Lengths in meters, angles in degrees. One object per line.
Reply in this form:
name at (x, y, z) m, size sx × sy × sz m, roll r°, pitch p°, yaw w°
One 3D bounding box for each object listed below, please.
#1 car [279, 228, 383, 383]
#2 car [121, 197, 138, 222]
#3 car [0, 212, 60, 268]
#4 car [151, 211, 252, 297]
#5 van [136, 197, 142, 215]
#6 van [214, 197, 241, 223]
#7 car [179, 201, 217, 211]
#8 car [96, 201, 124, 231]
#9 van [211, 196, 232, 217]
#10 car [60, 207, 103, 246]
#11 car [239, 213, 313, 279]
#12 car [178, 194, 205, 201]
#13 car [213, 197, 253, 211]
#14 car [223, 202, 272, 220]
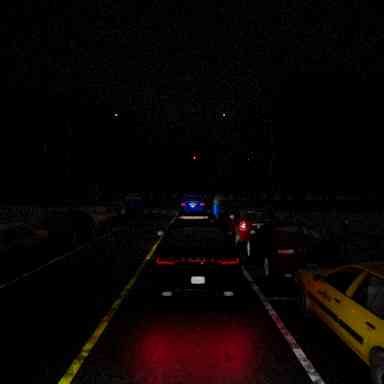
car at (2.758, 1.525, 4.582) m, size 1.752 × 1.417 × 4.829 m, roll 0°, pitch 0°, yaw 0°
car at (-5.778, 1.444, 26.158) m, size 1.967 × 1.590 × 4.097 m, roll 0°, pitch 0°, yaw 0°
car at (-5.770, 1.526, 9.676) m, size 1.752 × 1.417 × 4.829 m, roll 0°, pitch 0°, yaw 0°
car at (0.090, 1.478, 8.627) m, size 1.882 × 1.535 × 5.008 m, roll 0°, pitch 0°, yaw 0°
van at (-5.781, 1.346, 31.596) m, size 1.690 × 1.788 × 3.998 m, roll 0°, pitch 0°, yaw 0°
van at (2.747, 1.344, 26.162) m, size 1.690 × 1.788 × 3.998 m, roll 0°, pitch 0°, yaw 0°
car at (0.087, 1.493, 19.071) m, size 2.128 × 1.511 × 4.902 m, roll 0°, pitch 0°, yaw 0°
car at (-5.775, 1.527, 20.551) m, size 1.752 × 1.417 × 4.829 m, roll 0°, pitch 0°, yaw 0°
van at (2.745, 1.346, 31.600) m, size 1.690 × 1.788 × 3.998 m, roll 0°, pitch 0°, yaw 0°
car at (-5.773, 1.567, 15.283) m, size 1.947 × 1.339 × 4.313 m, roll 0°, pitch 0°, yaw 0°
car at (2.755, 1.545, 9.850) m, size 1.887 × 1.381 × 4.507 m, roll 0°, pitch 0°, yaw 0°
car at (0.009, 1.226, 29.438) m, size 2.150 × 2.045 × 5.566 m, roll 0°, pitch 0°, yaw -2°
car at (2.750, 1.317, 20.725) m, size 2.192 × 1.841 × 5.009 m, roll 0°, pitch 0°, yaw 0°
car at (2.752, 1.441, 15.287) m, size 1.967 × 1.590 × 4.097 m, roll 0°, pitch 0°, yaw 0°
